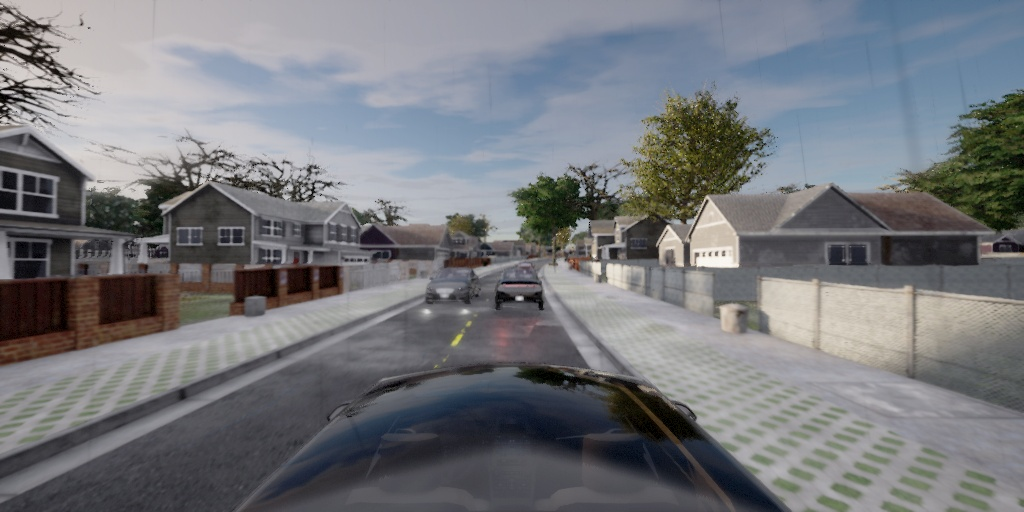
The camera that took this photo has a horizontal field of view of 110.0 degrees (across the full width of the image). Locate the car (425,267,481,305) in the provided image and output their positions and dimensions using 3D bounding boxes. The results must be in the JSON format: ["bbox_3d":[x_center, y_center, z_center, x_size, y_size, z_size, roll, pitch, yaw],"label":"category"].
[{"bbox_3d":[-2.516,1.272,16.215,2.128,1.511,4.902,0,0,2],"label":"car"}]

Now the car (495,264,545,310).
[{"bbox_3d":[0.334,1.270,14.922,2.128,1.511,4.902,0,0,2],"label":"car"}]

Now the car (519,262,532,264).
[{"bbox_3d":[1.354,1.291,35.599,1.812,1.442,4.674,0,0,4],"label":"car"}]
